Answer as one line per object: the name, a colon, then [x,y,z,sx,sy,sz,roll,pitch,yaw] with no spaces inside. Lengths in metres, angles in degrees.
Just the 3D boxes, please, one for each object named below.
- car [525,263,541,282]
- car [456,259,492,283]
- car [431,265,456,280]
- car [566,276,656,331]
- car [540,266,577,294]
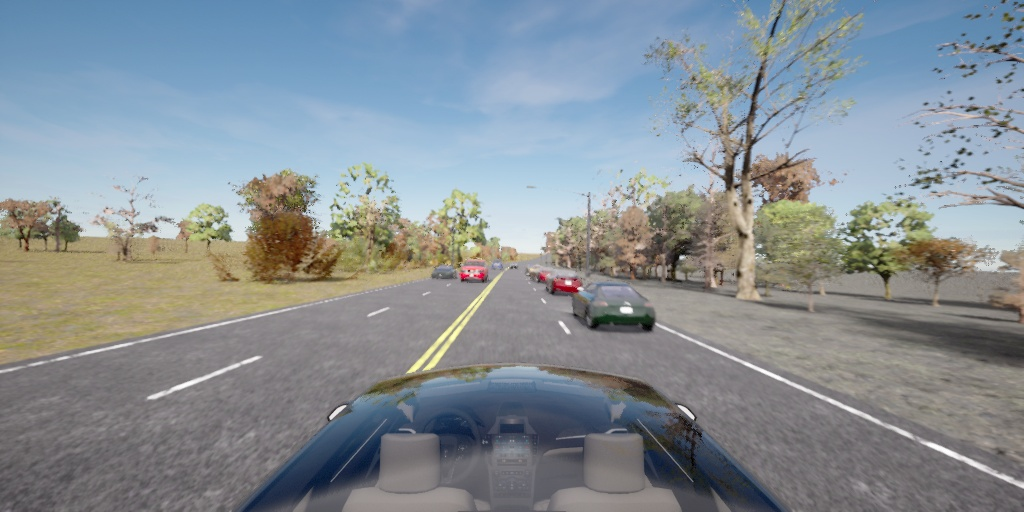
car: [2.933,1.759,34.945,2.163,1.488,4.792,3,-1,-12]
car: [-3.311,1.308,32.351,2.150,2.045,5.566,2,-1,0]
car: [-6.570,1.591,35.148,1.994,1.385,4.181,2,-1,0]
car: [3.254,1.554,12.210,1.994,1.385,4.181,1,-1,0]
car: [3.273,1.629,23.236,2.163,1.488,4.792,3,-1,0]
